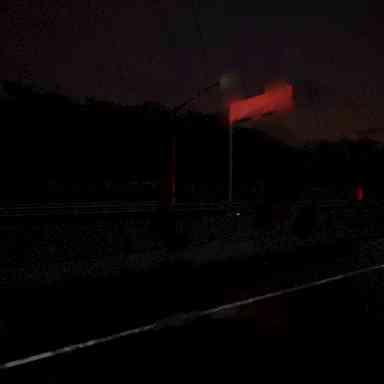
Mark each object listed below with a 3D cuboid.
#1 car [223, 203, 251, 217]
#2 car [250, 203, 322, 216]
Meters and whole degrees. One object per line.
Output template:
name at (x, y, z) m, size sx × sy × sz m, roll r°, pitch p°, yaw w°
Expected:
car at (4.399, 1.534, 24.335) m, size 4.902 × 1.511 × 2.128 m, roll 0°, pitch 0°, yaw -36°
car at (6.455, 1.534, 21.503) m, size 4.902 × 1.511 × 2.128 m, roll 0°, pitch 0°, yaw -36°
